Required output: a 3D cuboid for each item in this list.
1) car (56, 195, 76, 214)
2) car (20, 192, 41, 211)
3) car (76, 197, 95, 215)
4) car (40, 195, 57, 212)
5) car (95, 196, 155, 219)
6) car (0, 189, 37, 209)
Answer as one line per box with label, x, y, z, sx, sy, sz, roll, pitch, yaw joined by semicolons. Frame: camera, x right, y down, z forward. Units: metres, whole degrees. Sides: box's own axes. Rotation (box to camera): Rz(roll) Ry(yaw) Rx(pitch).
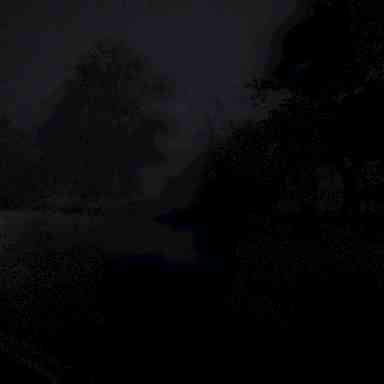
car;-9.552;1.250;30.798;2.163;1.488;4.792;1;1;36
car;-14.125;1.103;33.927;1.946;1.575;5.366;1;1;36
car;-7.373;1.149;29.291;2.185;1.767;4.553;1;1;36
car;-11.777;1.203;32.447;2.002;1.452;4.674;1;1;36
car;-5.155;1.331;27.635;2.097;1.535;5.008;1;1;36
car;-18.476;0.741;37.351;2.435;2.045;5.566;1;1;36
